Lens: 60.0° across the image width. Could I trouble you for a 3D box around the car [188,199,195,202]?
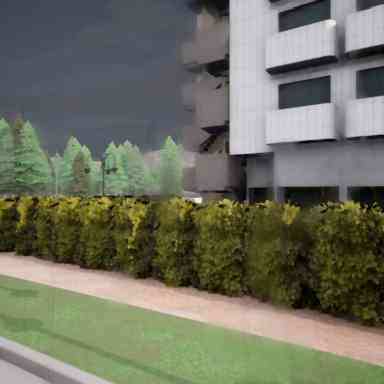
[{"bbox_3d":[-0.705,1.545,42.028,2.033,1.411,5.357,0,0,35],"label":"car"}]
